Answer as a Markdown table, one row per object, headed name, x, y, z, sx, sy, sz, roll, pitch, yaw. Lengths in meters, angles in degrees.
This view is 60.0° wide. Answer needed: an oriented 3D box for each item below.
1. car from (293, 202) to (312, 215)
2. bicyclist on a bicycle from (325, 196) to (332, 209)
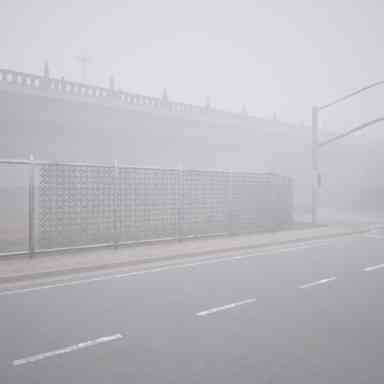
| name | x | y | z | sx | sy | sz | roll | pitch | yaw |
| --- | --- | --- | --- | --- | --- | --- | --- | --- | --- |
| car | 10.442 | 1.656 | 34.611 | 1.895 | 1.301 | 4.718 | 0 | 0 | -36 |
| bicyclist on a bicycle | 17.735 | 1.356 | 43.290 | 1.656 | 1.620 | 0.582 | 0 | 0 | -36 |
